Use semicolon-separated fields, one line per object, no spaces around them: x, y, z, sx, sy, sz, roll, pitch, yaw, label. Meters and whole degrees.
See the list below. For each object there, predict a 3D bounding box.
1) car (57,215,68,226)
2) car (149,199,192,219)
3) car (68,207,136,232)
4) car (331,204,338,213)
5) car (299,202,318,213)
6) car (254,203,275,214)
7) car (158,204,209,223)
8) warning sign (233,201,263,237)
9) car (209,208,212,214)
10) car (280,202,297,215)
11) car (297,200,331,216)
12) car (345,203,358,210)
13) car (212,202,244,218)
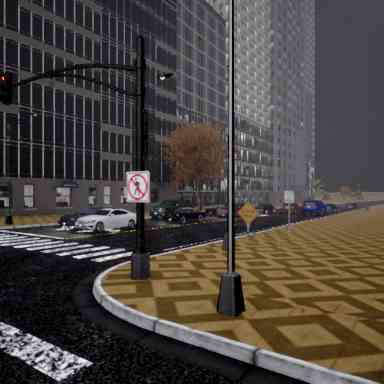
-7.495;1.873;25.514;2.033;1.411;5.357;0;-1;33;car
-1.964;1.730;34.071;2.150;2.045;5.566;0;-1;33;car
-5.619;1.827;22.462;1.812;1.442;4.674;0;-1;33;car
21.953;2.558;52.942;1.812;1.442;4.674;0;-1;33;car
19.223;2.507;54.706;1.882;1.535;5.008;0;-1;33;car
10.160;2.325;46.779;1.837;1.490;4.892;0;-1;33;car
-0.664;2.066;30.099;1.895;1.301;4.718;0;-1;33;car
3.145;1.454;18.548;1.300;1.860;1.060;1;1;33;warning sign
3.488;2.289;42.494;1.895;1.301;4.718;0;-1;33;car
13.878;2.206;46.341;2.097;1.767;4.553;0;-1;33;car
16.198;2.066;43.973;2.150;2.045;5.566;0;-1;35;car
31.545;2.838;65.693;1.812;1.442;4.674;0;-1;33;car
4.654;1.992;38.315;2.097;1.767;4.553;0;-1;33;car
